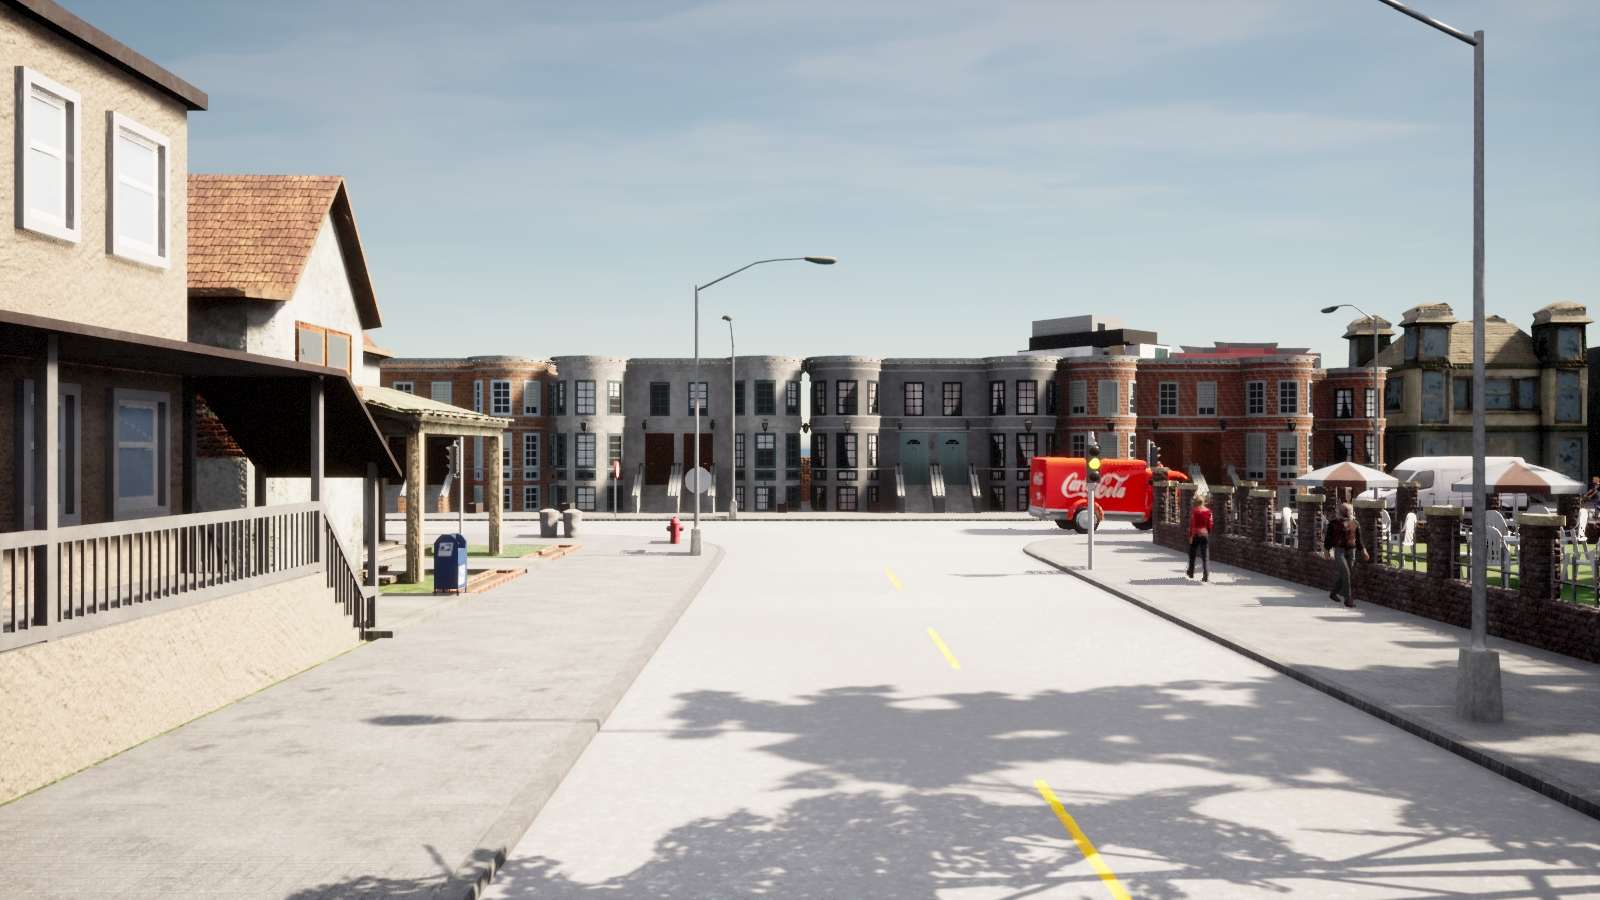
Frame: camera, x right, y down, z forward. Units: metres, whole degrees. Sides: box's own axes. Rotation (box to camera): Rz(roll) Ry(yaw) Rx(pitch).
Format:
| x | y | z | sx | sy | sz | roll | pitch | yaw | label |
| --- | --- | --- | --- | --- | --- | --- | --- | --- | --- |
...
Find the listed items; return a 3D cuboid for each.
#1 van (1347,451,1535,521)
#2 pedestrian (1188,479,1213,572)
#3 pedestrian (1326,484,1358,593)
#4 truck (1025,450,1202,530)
| x | y | z | sx | sy | sz | roll | pitch | yaw | label |
| --- | --- | --- | --- | --- | --- | --- | --- | --- | --- |
| 23.901 | 1.314 | 42.744 | 5.915 | 2.561 | 1.988 | 0 | 0 | 0 | van |
| 8.119 | 1.516 | 23.158 | 0.375 | 1.860 | 0.375 | 0 | 0 | 0 | pedestrian |
| 9.383 | 1.523 | 19.774 | 0.375 | 1.860 | 0.375 | 0 | 0 | 0 | pedestrian |
| 10.598 | 1.321 | 38.938 | 5.204 | 2.467 | 2.627 | 2 | 0 | -2 | truck |
